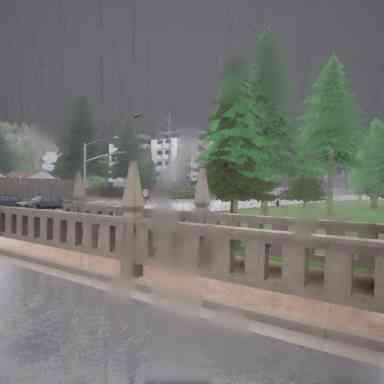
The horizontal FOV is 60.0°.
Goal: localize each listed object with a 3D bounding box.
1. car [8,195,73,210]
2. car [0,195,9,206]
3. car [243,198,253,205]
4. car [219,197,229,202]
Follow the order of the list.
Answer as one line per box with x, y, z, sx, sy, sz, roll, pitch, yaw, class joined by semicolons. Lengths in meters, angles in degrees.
-13.788;1.041;31.267;2.033;1.411;5.357;1;1;38;car
-17.842;0.973;31.726;2.033;1.411;5.357;1;1;37;car
9.150;1.135;49.770;2.128;1.511;4.902;1;1;38;car
6.254;1.179;51.747;1.895;1.301;4.718;1;1;38;car
